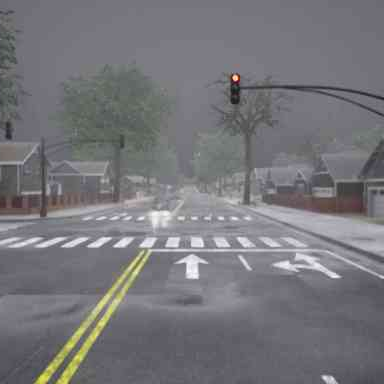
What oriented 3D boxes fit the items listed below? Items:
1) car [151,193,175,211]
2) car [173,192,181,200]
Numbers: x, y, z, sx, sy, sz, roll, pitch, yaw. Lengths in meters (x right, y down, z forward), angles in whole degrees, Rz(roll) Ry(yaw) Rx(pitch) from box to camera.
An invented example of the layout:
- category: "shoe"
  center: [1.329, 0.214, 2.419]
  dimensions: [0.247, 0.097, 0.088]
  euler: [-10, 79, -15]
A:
- category: "car"
  center: [-3.297, 1.246, 35.896]
  dimensions: [2.128, 1.511, 4.902]
  euler: [0, 1, 0]
- category: "car"
  center: [-3.330, 0.805, 68.437]
  dimensions: [2.097, 1.767, 4.553]
  euler: [0, 0, 0]
